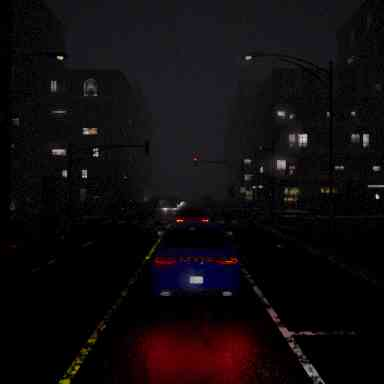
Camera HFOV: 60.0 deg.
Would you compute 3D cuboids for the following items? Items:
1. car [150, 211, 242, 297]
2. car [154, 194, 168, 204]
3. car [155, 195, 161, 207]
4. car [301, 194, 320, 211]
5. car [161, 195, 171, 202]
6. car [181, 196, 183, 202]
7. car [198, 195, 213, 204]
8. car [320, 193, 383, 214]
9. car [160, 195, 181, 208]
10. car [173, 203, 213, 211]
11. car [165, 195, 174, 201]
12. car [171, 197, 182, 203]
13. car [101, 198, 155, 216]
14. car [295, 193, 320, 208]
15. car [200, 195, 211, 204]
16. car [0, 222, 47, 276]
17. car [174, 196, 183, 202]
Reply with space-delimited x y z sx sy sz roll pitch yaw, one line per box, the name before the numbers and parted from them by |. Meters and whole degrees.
car | 0.090 1.477 8.632 1.882 1.535 5.008 0 0 0
car | -5.791 1.336 63.223 2.192 1.841 5.009 0 0 0
car | -5.772 1.580 51.858 1.947 1.339 4.313 0 0 0
car | 14.727 1.205 35.637 4.892 1.490 1.837 -1 0 -1
car | -5.809 1.470 74.588 1.967 1.590 4.097 0 0 0
car | -3.171 1.370 58.712 2.097 1.767 4.553 0 0 0
car | 2.598 1.458 57.556 1.967 1.590 4.097 0 0 0
car | 14.647 1.029 29.828 5.009 1.841 2.192 -1 1 -1
car | -3.158 1.560 49.230 2.033 1.411 5.357 0 0 -1
car | 0.070 1.526 17.973 1.812 1.442 4.674 0 0 1
car | -5.827 1.480 85.953 1.967 1.590 4.097 0 0 0
car | -3.119 1.626 68.221 1.895 1.301 4.718 0 0 0
car | -6.731 1.592 33.797 4.902 1.511 2.128 -1 0 -22
car | 14.499 1.015 38.206 5.009 1.841 2.192 -1 1 -1
car | 2.590 1.461 63.238 1.967 1.590 4.097 0 0 0
car | -5.756 1.582 9.834 1.802 1.307 4.206 0 0 0
car | -3.126 1.621 78.559 1.895 1.301 4.718 0 0 0
